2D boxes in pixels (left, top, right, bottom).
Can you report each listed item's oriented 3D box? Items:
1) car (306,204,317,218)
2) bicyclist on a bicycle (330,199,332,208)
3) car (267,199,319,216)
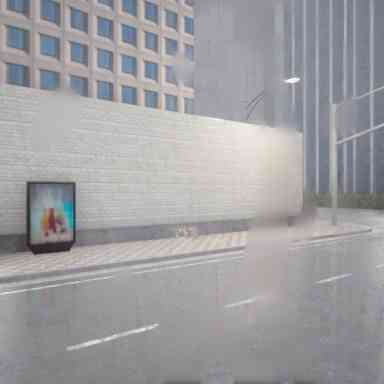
[{"bbox_3d":[9.083,1.533,30.779,1.882,1.535,5.008,0,0,-36],"label":"car"},{"bbox_3d":[18.685,1.356,43.961,1.656,1.620,0.582,0,0,-36],"label":"bicyclist on a bicycle"},{"bbox_3d":[10.462,1.547,34.866,2.128,1.511,4.902,0,0,-36],"label":"car"}]
